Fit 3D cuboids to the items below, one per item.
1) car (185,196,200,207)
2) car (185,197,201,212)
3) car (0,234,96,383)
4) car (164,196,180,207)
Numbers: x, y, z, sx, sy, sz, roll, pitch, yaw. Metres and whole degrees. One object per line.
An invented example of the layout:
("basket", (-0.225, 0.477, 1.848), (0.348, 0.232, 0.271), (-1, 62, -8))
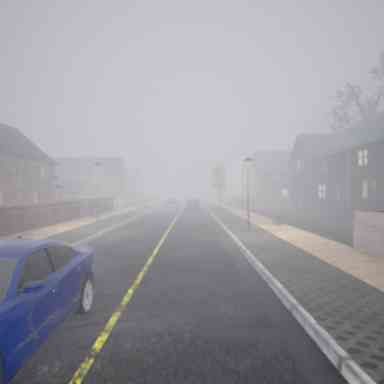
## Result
("car", (0.026, 1.431, 50.233), (2.128, 1.511, 4.902), (0, 0, 0))
("car", (0.112, 1.503, 38.833), (2.033, 1.411, 5.357), (0, 0, 0))
("car", (-2.849, 1.474, 4.682), (1.882, 1.535, 5.008), (0, 0, 0))
("car", (-2.734, 1.304, 46.160), (1.994, 1.385, 4.181), (0, 0, 0))
